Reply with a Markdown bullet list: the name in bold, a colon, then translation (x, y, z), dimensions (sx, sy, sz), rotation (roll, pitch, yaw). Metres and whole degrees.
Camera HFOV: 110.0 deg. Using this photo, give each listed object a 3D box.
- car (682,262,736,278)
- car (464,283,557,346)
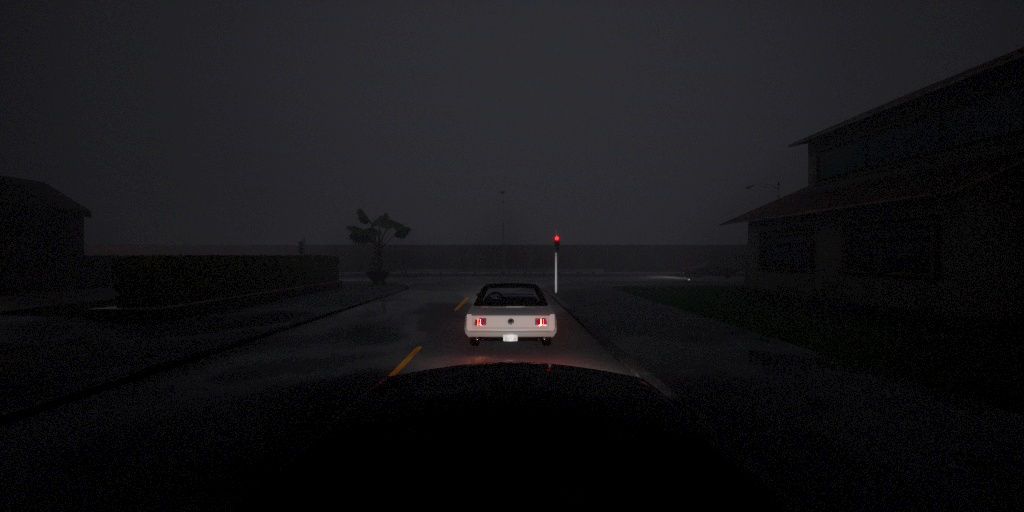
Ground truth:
- **car**: translation (18.248, 1.276, 33.291), dimensions (4.674, 1.442, 1.812), rotation (0, 0, -1)
- **car**: translation (-0.026, 1.351, 9.400), dimensions (1.895, 1.301, 4.718), rotation (0, 0, 0)
